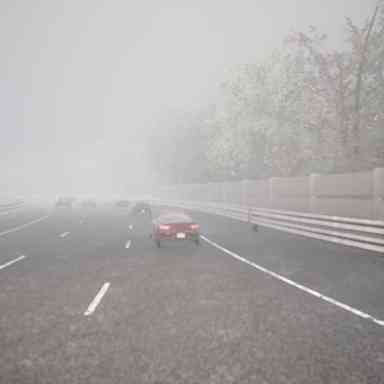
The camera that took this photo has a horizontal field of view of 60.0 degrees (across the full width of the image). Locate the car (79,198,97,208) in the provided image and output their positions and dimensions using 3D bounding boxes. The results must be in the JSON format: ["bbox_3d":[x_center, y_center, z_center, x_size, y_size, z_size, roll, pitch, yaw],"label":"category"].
[{"bbox_3d":[-15.478,1.612,49.291,1.994,1.385,4.181,0,0,-28],"label":"car"}]

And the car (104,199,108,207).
[{"bbox_3d":[-11.926,1.550,50.245,1.812,1.442,4.674,0,0,-29],"label":"car"}]

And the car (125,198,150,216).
[{"bbox_3d":[-5.120,1.503,32.555,1.837,1.490,4.892,0,0,-17],"label":"car"}]

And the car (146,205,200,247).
[{"bbox_3d":[-0.886,1.516,15.096,1.812,1.442,4.674,0,0,-12],"label":"car"}]

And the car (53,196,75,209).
[{"bbox_3d":[-18.724,1.420,47.940,2.097,1.767,4.553,0,0,-28],"label":"car"}]

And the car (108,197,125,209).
[{"bbox_3d":[-9.746,1.493,45.245,1.882,1.535,5.008,0,0,-21],"label":"car"}]
